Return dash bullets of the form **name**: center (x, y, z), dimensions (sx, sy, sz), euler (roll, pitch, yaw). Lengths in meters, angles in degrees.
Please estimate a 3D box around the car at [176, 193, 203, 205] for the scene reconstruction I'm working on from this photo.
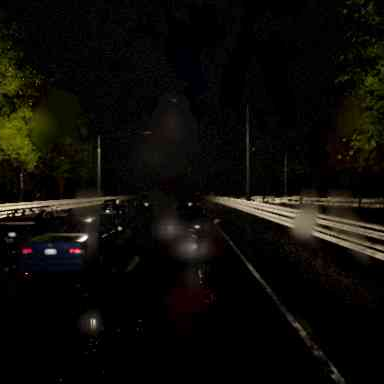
- **car**: center (-0.213, 1.111, 29.601), dimensions (2.150, 2.045, 5.566), euler (0, 0, -1)

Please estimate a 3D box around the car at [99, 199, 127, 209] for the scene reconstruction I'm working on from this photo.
- **car**: center (-7.237, 1.394, 30.773), dimensions (1.837, 1.490, 4.892), euler (0, 0, -1)

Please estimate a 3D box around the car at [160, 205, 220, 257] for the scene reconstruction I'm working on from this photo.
- **car**: center (0.013, 1.453, 12.682), dimensions (1.837, 1.490, 4.892), euler (0, 0, 0)

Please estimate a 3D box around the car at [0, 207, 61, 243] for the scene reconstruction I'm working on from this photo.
- **car**: center (-7.002, 1.431, 15.390), dimensions (2.128, 1.511, 4.902), euler (0, 0, 0)

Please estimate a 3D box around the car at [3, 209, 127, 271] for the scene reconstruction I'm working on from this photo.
- **car**: center (-3.479, 1.504, 10.688), dimensions (2.033, 1.411, 5.357), euler (0, 0, 0)

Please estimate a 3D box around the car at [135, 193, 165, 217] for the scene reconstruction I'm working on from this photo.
- **car**: center (-3.709, 1.113, 29.508), dimensions (2.150, 2.045, 5.566), euler (0, 0, -1)
